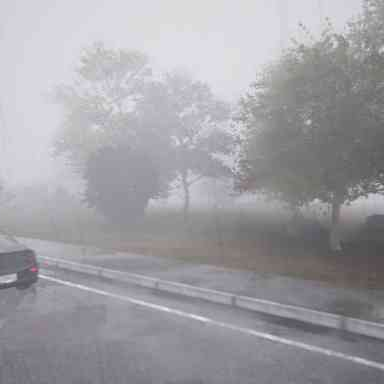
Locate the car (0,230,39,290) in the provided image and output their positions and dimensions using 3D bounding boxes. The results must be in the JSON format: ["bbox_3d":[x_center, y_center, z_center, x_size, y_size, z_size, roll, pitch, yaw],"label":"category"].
[{"bbox_3d":[-5.462,1.525,7.850,4.674,1.442,1.812,0,0,35],"label":"car"}]
